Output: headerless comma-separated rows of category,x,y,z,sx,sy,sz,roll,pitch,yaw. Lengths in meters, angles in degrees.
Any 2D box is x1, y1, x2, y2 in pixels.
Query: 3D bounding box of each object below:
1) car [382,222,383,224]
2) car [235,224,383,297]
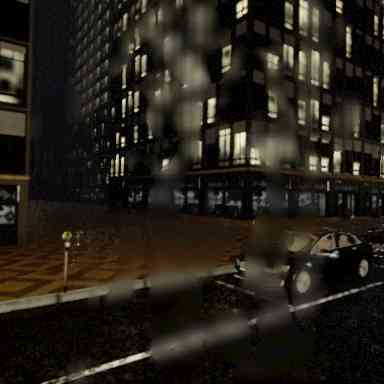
car,7.677,1.684,12.024,4.403,1.369,2.008,1,0,-35
car,3.072,1.627,8.738,4.403,1.369,2.008,1,0,-35
